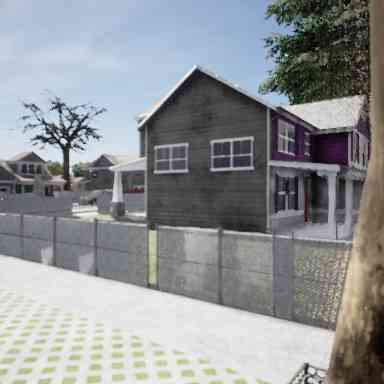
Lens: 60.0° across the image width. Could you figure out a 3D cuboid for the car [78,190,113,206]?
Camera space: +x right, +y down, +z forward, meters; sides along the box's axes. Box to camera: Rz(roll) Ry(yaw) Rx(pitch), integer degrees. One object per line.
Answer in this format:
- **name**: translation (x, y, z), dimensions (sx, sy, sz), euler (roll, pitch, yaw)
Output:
- **car**: translation (-10.363, 0.613, 37.105), dimensions (2.097, 1.767, 4.553), euler (0, 2, 35)
